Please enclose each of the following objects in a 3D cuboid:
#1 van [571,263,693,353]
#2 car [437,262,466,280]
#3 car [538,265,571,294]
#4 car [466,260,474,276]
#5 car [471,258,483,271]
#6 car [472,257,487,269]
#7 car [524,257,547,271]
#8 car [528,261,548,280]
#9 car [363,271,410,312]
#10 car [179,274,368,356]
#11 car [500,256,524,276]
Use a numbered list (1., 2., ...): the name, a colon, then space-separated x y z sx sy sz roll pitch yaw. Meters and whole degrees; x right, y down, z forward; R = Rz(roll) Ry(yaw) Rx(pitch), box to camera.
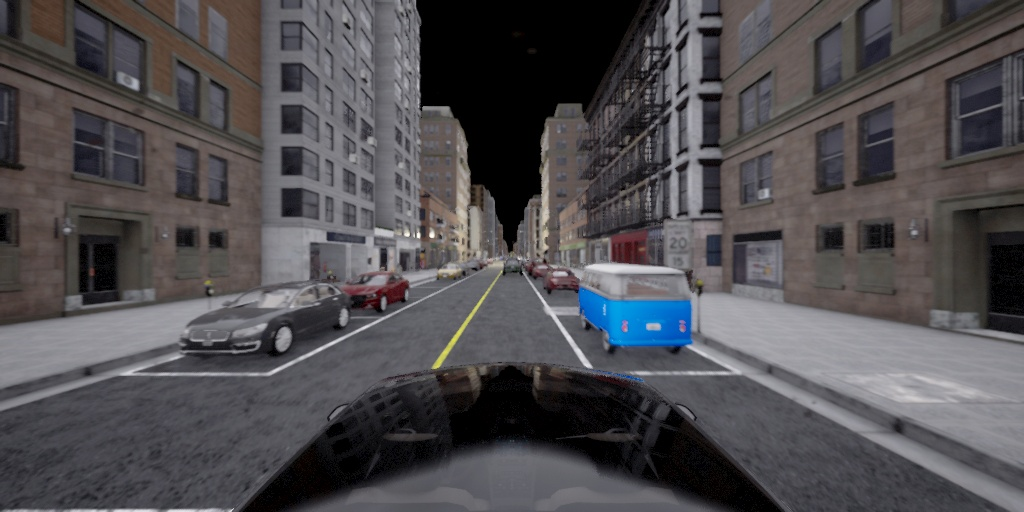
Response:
1. van: 2.641 1.085 8.531 1.690 1.789 3.998 0 0 0
2. car: -5.369 1.289 31.086 1.751 1.417 4.829 0 0 0
3. car: 2.649 1.330 19.894 1.802 1.307 4.207 0 0 0
4. car: -5.365 1.328 36.938 1.948 1.339 4.313 0 0 0
5. car: -5.357 1.324 48.301 1.948 1.339 4.313 0 0 0
6. car: -5.353 1.071 53.983 2.192 1.841 5.009 0 0 0
7. car: 2.660 1.061 36.938 2.192 1.841 5.009 0 0 0
8. car: 2.656 1.331 31.257 1.802 1.307 4.207 0 0 0
9. car: -5.380 1.307 14.210 1.888 1.381 4.507 0 0 0
10. car: -5.384 1.310 8.528 2.007 1.370 4.403 0 0 0
11. car: 0.076 1.103 38.155 2.097 1.767 4.553 0 0 1
